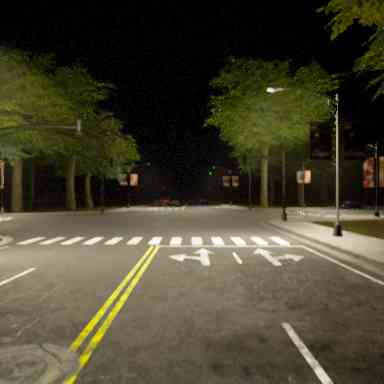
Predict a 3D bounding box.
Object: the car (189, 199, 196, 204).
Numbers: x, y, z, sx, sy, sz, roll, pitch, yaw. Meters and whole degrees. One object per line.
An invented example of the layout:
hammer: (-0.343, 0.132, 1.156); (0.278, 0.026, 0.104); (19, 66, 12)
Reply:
car: (0.054, 2.549, 88.402); (2.033, 1.411, 5.357); (0, -1, 0)

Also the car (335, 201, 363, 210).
car: (23.843, 2.032, 50.458); (4.181, 1.385, 1.994); (0, 0, -23)

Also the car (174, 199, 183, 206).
car: (-3.202, 2.439, 79.113); (2.033, 1.411, 5.357); (0, -1, 0)

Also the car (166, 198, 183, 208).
car: (-3.230, 2.260, 63.438); (2.033, 1.411, 5.357); (0, -1, 1)

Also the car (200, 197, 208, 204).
car: (3.304, 2.549, 88.401); (2.033, 1.411, 5.357); (0, -1, 0)

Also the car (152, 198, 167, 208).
car: (-6.481, 2.275, 63.428); (1.994, 1.385, 4.181); (0, -1, 1)
